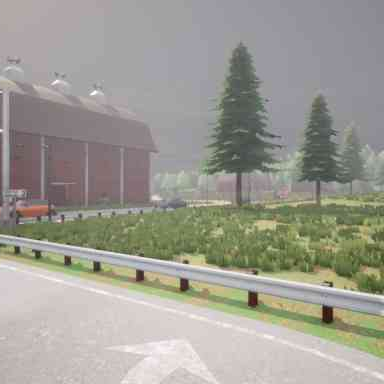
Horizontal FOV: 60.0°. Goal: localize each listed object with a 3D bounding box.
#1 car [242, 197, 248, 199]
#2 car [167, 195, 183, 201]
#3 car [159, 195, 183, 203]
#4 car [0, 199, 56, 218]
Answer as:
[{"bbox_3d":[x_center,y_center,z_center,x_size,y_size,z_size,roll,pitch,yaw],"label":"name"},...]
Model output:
[{"bbox_3d":[8.334,1.587,56.430,1.837,1.490,4.892,0,0,37],"label":"car"},{"bbox_3d":[-4.305,1.532,85.492,1.816,1.474,4.193,0,0,36],"label":"car"},{"bbox_3d":[-2.670,1.531,41.730,1.837,1.490,4.892,0,0,37],"label":"car"},{"bbox_3d":[-13.521,1.381,27.083,2.097,1.767,4.553,0,0,37],"label":"car"}]
